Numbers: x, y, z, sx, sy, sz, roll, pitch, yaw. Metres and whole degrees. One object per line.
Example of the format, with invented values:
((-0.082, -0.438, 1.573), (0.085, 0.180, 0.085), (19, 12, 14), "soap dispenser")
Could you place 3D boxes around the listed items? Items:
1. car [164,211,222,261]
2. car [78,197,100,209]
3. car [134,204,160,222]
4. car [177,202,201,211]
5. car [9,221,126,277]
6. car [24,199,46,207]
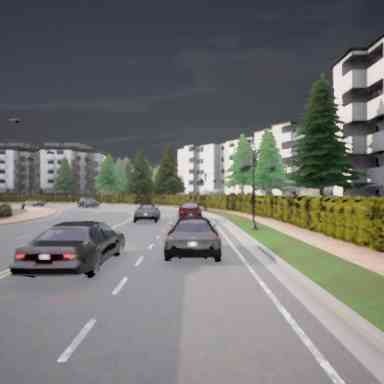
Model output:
((0.045, 1.629, 12.567), (1.994, 1.385, 4.181), (0, 0, 1), "car")
((-15.968, 1.612, 51.473), (2.097, 1.767, 4.553), (0, 0, -38), "car")
((-3.710, 1.705, 27.735), (1.994, 1.385, 4.181), (0, 0, -3), "car")
((-0.273, 1.622, 28.718), (1.882, 1.535, 5.008), (0, 0, -4), "car")
((-3.475, 1.601, 10.376), (2.033, 1.411, 5.357), (0, 0, 0), "car")
((-27.641, 1.897, 58.350), (4.718, 1.301, 1.895), (0, 0, 35), "car")
